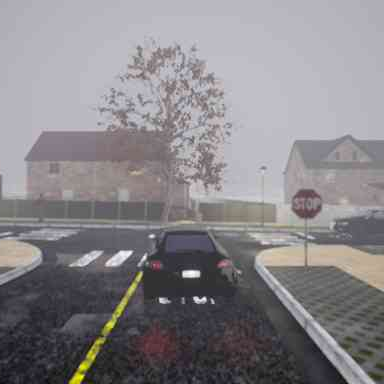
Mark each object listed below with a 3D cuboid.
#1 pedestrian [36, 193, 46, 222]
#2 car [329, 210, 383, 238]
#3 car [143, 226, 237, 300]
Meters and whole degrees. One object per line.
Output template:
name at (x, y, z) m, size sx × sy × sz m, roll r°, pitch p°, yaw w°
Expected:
pedestrian at (-9.716, 0.982, 21.409) m, size 0.375 × 1.860 × 0.375 m, roll 0°, pitch -1°, yaw 0°
car at (10.259, 1.746, 18.636) m, size 4.902 × 1.511 × 2.128 m, roll 1°, pitch 0°, yaw 0°
car at (-0.171, 1.550, 8.417) m, size 1.994 × 1.385 × 4.181 m, roll 0°, pitch 0°, yaw -4°
